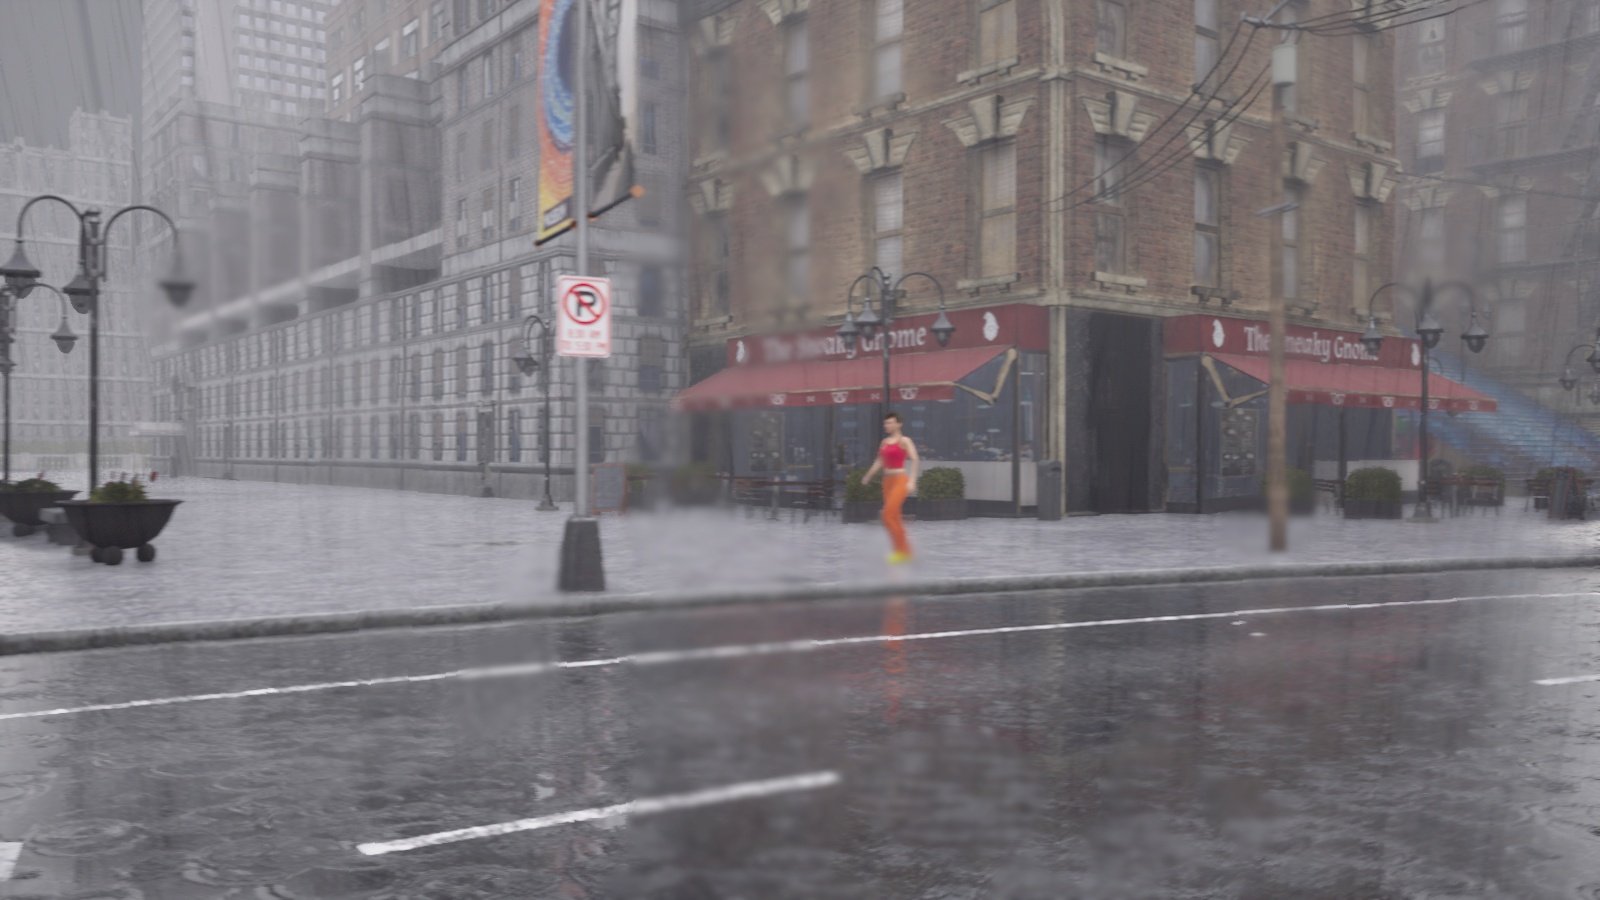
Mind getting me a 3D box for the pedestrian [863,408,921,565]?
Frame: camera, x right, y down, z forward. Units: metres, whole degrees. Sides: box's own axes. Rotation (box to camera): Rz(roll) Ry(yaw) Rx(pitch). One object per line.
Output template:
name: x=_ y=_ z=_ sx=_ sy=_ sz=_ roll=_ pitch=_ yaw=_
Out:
pedestrian: x=1.095 y=0.428 z=14.940 sx=0.594 sy=1.836 sz=0.345 roll=0 pitch=0 yaw=-31
